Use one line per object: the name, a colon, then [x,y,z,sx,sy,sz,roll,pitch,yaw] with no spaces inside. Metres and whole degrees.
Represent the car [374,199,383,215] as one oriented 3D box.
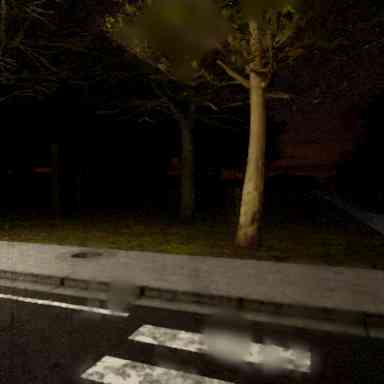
car: [19.393,1.439,32.864,2.033,1.411,5.357,1,1,20]
